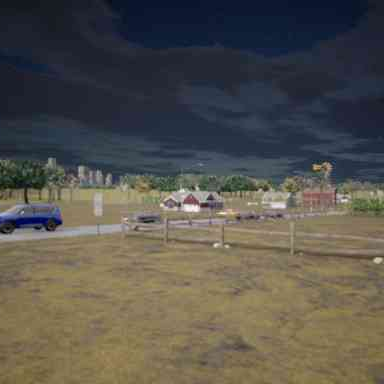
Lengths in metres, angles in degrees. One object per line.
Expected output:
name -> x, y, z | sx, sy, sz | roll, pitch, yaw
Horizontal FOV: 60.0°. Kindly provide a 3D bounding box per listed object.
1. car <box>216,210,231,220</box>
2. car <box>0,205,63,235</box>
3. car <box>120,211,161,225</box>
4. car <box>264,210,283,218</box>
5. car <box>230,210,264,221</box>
car -> 5.467, 3.386, 50.088 | 1.882, 1.535, 5.008 | 0, -2, 36
car -> -12.538, 1.993, 25.048 | 2.150, 2.045, 5.566 | 0, -2, 35
car -> -5.368, 2.713, 35.078 | 2.128, 1.511, 4.902 | 0, -2, 36
car -> 13.963, 3.853, 57.133 | 2.033, 1.411, 5.357 | 0, -2, 36
car -> 8.225, 3.485, 49.045 | 2.033, 1.411, 5.357 | 0, -2, 36
